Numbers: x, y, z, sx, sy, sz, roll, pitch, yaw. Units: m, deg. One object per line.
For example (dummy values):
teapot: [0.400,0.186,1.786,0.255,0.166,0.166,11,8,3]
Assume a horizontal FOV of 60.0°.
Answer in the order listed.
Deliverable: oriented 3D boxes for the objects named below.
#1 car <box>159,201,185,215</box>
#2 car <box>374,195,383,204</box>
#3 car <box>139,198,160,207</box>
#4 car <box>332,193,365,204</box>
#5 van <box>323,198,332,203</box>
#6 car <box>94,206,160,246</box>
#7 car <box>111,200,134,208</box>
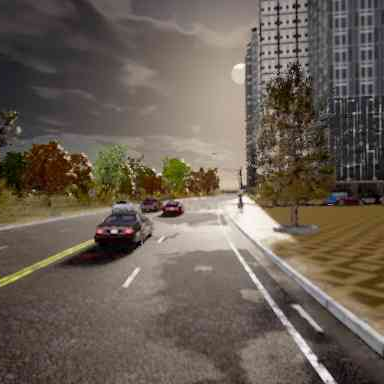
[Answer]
car: [-1.910,1.678,35.943,1.994,1.385,4.181,-1,0,5]
car: [29.797,1.152,49.957,4.313,1.339,1.947,-1,0,9]
car: [-4.942,1.507,40.425,2.097,1.767,4.553,-1,0,6]
car: [24.174,1.131,50.830,4.097,1.590,1.967,-1,0,9]
van: [25.600,1.005,59.334,3.998,1.788,1.690,-1,0,9]
car: [-3.025,1.621,15.721,2.033,1.411,5.357,-1,0,2]
car: [-8.248,1.713,39.953,1.812,1.442,4.674,-1,0,5]
